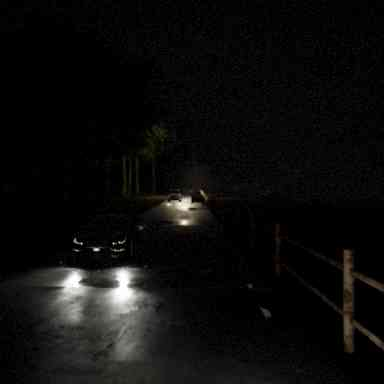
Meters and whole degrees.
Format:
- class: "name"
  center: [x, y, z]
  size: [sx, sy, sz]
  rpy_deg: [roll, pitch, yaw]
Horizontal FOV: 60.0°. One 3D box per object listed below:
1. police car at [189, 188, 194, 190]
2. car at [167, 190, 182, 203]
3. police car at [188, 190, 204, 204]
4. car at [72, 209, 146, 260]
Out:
- class: "police car"
  center: [0.782, 0.558, 65.729]
  size: [1.930, 1.638, 5.238]
  rpy_deg: [0, 2, 0]
- class: "car"
  center: [-2.844, 0.634, 54.677]
  size: [2.150, 2.045, 5.566]
  rpy_deg: [0, 1, 0]
- class: "police car"
  center: [0.792, 0.945, 49.730]
  size: [1.930, 1.638, 5.238]
  rpy_deg: [0, 1, 0]
- class: "car"
  center: [-2.858, 1.448, 12.361]
  size: [1.837, 1.490, 4.892]
  rpy_deg: [0, 0, 0]
